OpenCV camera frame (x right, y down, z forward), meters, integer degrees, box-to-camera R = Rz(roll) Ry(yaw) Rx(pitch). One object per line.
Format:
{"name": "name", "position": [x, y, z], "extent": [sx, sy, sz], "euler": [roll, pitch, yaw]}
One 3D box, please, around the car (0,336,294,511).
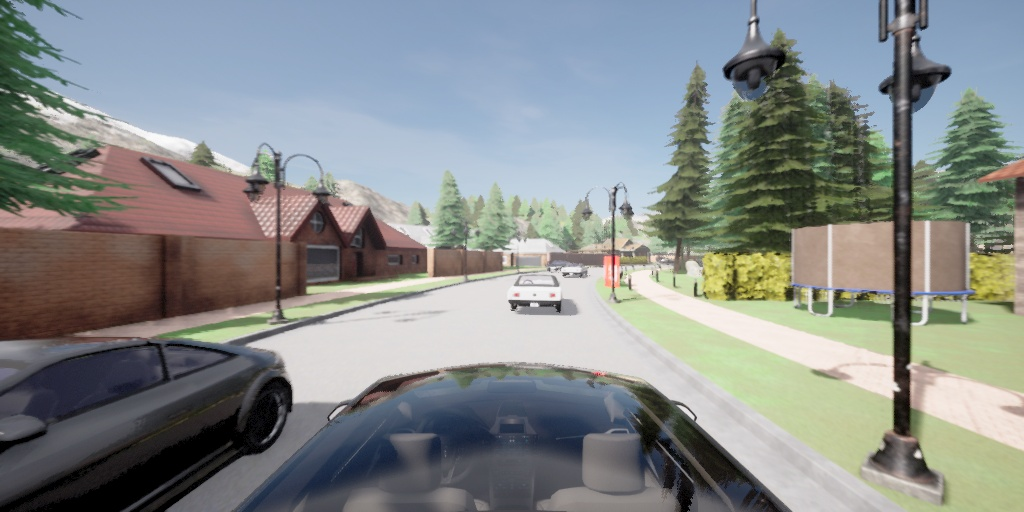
{"name": "car", "position": [-3.455, 1.301, 2.295], "extent": [1.994, 1.385, 4.181], "euler": [0, 0, 1]}

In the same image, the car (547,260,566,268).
{"name": "car", "position": [5.723, 1.258, 43.354], "extent": [2.128, 1.511, 4.902], "euler": [0, 0, 25]}

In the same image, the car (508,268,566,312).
{"name": "car", "position": [1.045, 1.353, 14.300], "extent": [1.895, 1.301, 4.718], "euler": [0, 0, 7]}

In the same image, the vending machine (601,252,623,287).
{"name": "vending machine", "position": [6.159, 0.966, 22.093], "extent": [1.100, 2.100, 0.880], "euler": [0, 0, 13]}

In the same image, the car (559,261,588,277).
{"name": "car", "position": [6.296, 1.370, 35.288], "extent": [1.895, 1.301, 4.718], "euler": [0, 0, 20]}
